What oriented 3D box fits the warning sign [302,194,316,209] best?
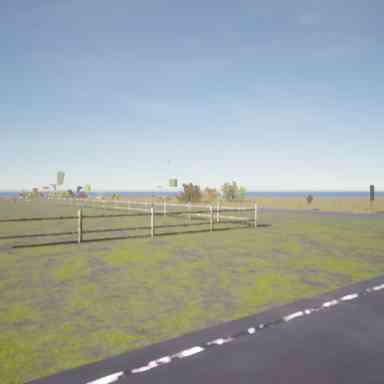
[{"bbox_3d":[14.509,1.152,41.101,1.300,1.860,1.060,0,0,-35],"label":"warning sign"}]
